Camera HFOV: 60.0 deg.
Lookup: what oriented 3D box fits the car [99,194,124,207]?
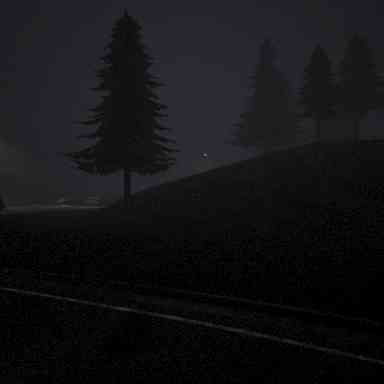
[{"bbox_3d":[-11.888,1.492,52.699,2.128,1.511,4.902,0,0,22],"label":"car"}]

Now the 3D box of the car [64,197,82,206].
[{"bbox_3d":[-18.436,1.601,55.183,1.895,1.301,4.718,0,0,22],"label":"car"}]

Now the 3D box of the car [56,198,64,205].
[{"bbox_3d":[-21.275,1.525,57.480,1.812,1.442,4.674,0,0,22],"label":"car"}]

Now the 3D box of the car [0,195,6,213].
[{"bbox_3d":[-20.521,1.222,31.373,2.150,2.045,5.566,0,0,22],"label":"car"}]

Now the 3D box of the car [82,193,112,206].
[{"bbox_3d":[-14.847,1.223,54.703,2.150,2.045,5.566,0,0,22],"label":"car"}]
